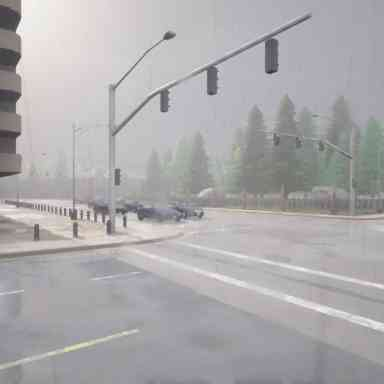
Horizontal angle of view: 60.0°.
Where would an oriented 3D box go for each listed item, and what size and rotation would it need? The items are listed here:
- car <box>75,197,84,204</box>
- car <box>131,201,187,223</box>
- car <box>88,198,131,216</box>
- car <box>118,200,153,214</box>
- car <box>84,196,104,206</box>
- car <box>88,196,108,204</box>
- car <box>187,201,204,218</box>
[{"bbox_3d":[-20.812,1.656,62.924,1.895,1.301,4.718,0,0,-36],"label":"car"},{"bbox_3d":[-2.707,1.581,26.266,1.812,1.442,4.674,0,0,-38],"label":"car"},{"bbox_3d":[-8.419,1.603,33.983,2.033,1.411,5.357,0,0,-36],"label":"car"},{"bbox_3d":[-6.379,1.656,37.117,1.895,1.301,4.718,0,0,-36],"label":"car"},{"bbox_3d":[-12.850,1.656,45.910,1.895,1.301,4.718,0,0,-36],"label":"car"},{"bbox_3d":[-18.741,1.547,66.014,2.128,1.511,4.902,0,0,-36],"label":"car"},{"bbox_3d":[-0.904,1.547,29.690,2.128,1.511,4.902,0,0,-36],"label":"car"}]
